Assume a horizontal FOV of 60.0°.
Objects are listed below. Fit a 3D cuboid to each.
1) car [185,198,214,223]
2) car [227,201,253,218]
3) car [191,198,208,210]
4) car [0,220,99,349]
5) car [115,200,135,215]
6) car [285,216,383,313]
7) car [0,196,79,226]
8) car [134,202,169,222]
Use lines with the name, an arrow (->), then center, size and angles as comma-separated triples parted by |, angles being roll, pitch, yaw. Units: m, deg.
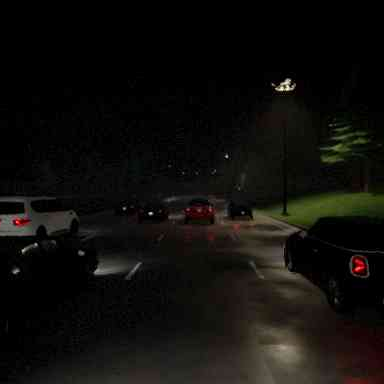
car -> 0.562, 1.312, 25.552 | 2.097, 1.767, 4.553 | 0, 0, 1
car -> 4.142, 1.485, 29.055 | 1.812, 1.442, 4.674 | 0, 0, 1
car -> 0.959, 1.500, 42.910 | 1.994, 1.385, 4.181 | 0, 0, 1
car -> -3.349, 1.535, 6.181 | 2.033, 1.411, 5.357 | 0, 0, 1
car -> -6.269, 1.508, 33.051 | 1.994, 1.385, 4.181 | 0, 0, 1
car -> 3.696, 1.343, 7.777 | 2.097, 1.767, 4.553 | 0, 0, 1
car -> -6.699, 1.195, 14.126 | 2.150, 2.045, 5.566 | 0, 0, 1
car -> -2.930, 1.522, 25.986 | 1.994, 1.385, 4.181 | 0, 0, 1
